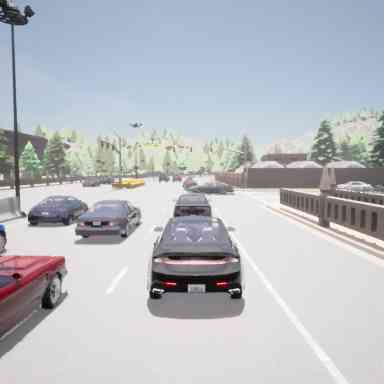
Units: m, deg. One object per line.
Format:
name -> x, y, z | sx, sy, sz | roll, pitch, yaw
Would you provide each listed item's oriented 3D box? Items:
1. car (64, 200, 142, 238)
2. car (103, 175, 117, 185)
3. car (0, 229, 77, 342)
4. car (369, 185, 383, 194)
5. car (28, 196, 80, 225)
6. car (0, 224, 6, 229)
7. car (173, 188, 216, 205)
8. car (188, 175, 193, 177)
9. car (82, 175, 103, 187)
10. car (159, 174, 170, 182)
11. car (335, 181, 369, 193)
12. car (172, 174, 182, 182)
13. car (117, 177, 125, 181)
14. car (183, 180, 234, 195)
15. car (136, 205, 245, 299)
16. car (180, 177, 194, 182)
car -> -3.466, 1.049, 14.626 | 2.033, 1.411, 5.357 | 0, 3, 0
car -> -17.850, -2.556, 69.531 | 2.150, 2.045, 5.566 | 0, 3, 0
car -> -3.419, 1.539, 4.612 | 1.895, 1.301, 4.718 | 0, 1, 0
car -> 23.569, -0.568, 38.447 | 4.553, 1.767, 2.097 | 0, 3, 2
car -> -6.981, 0.878, 17.804 | 1.994, 1.385, 4.181 | 0, 3, 0
car -> -6.937, 1.282, 8.831 | 1.882, 1.535, 5.008 | 0, 2, 0
car -> 0.024, 0.814, 17.465 | 1.882, 1.535, 5.008 | 0, 3, -1
car -> -0.444, -3.269, 87.461 | 1.895, 1.301, 4.718 | 0, 3, 0
car -> -17.859, -1.795, 58.963 | 2.097, 1.767, 4.553 | 0, 3, 0
car -> -7.441, -3.617, 86.986 | 2.150, 2.045, 5.566 | 0, 3, 0
car -> 20.189, -0.610, 42.071 | 4.674, 1.442, 1.812 | 0, 3, 2
car -> -3.941, -3.618, 87.004 | 2.150, 2.045, 5.566 | 0, 3, 0
car -> -17.923, -3.095, 83.527 | 1.812, 1.442, 4.674 | 0, 3, 0
car -> 2.047, -0.348, 38.080 | 5.357, 1.411, 2.033 | -1, 3, -11
car -> 0.067, 1.327, 8.043 | 2.128, 1.511, 4.902 | 0, 2, 0
car -> -0.115, -1.111, 50.442 | 1.812, 1.442, 4.674 | -2, 4, -11
